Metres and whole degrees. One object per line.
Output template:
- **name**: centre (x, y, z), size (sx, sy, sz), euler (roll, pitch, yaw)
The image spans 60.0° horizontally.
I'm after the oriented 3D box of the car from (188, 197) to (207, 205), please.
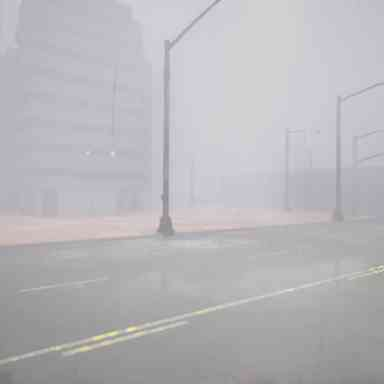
- **car**: centre (1.118, 1.882, 70.220), size (1.837, 1.490, 4.892), euler (1, 0, -36)
